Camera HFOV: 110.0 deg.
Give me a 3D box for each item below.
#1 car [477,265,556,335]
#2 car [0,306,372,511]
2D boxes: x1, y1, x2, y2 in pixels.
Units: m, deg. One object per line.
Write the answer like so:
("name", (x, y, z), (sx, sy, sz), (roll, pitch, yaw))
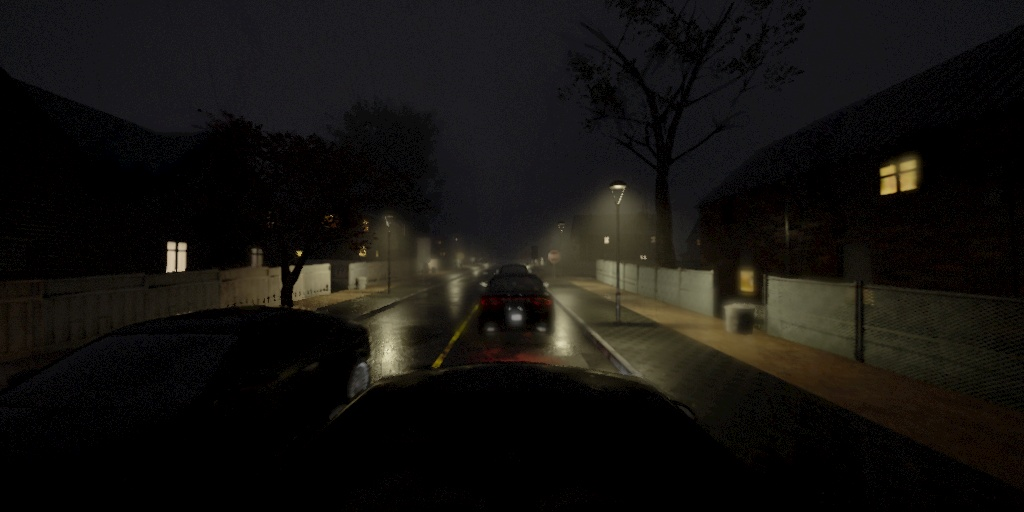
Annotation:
("car", (0.104, 1.205, 10.419), (1.882, 1.535, 5.008), (0, 0, 0))
("car", (-2.845, 1.271, 3.299), (1.812, 1.442, 4.674), (0, 0, 0))
